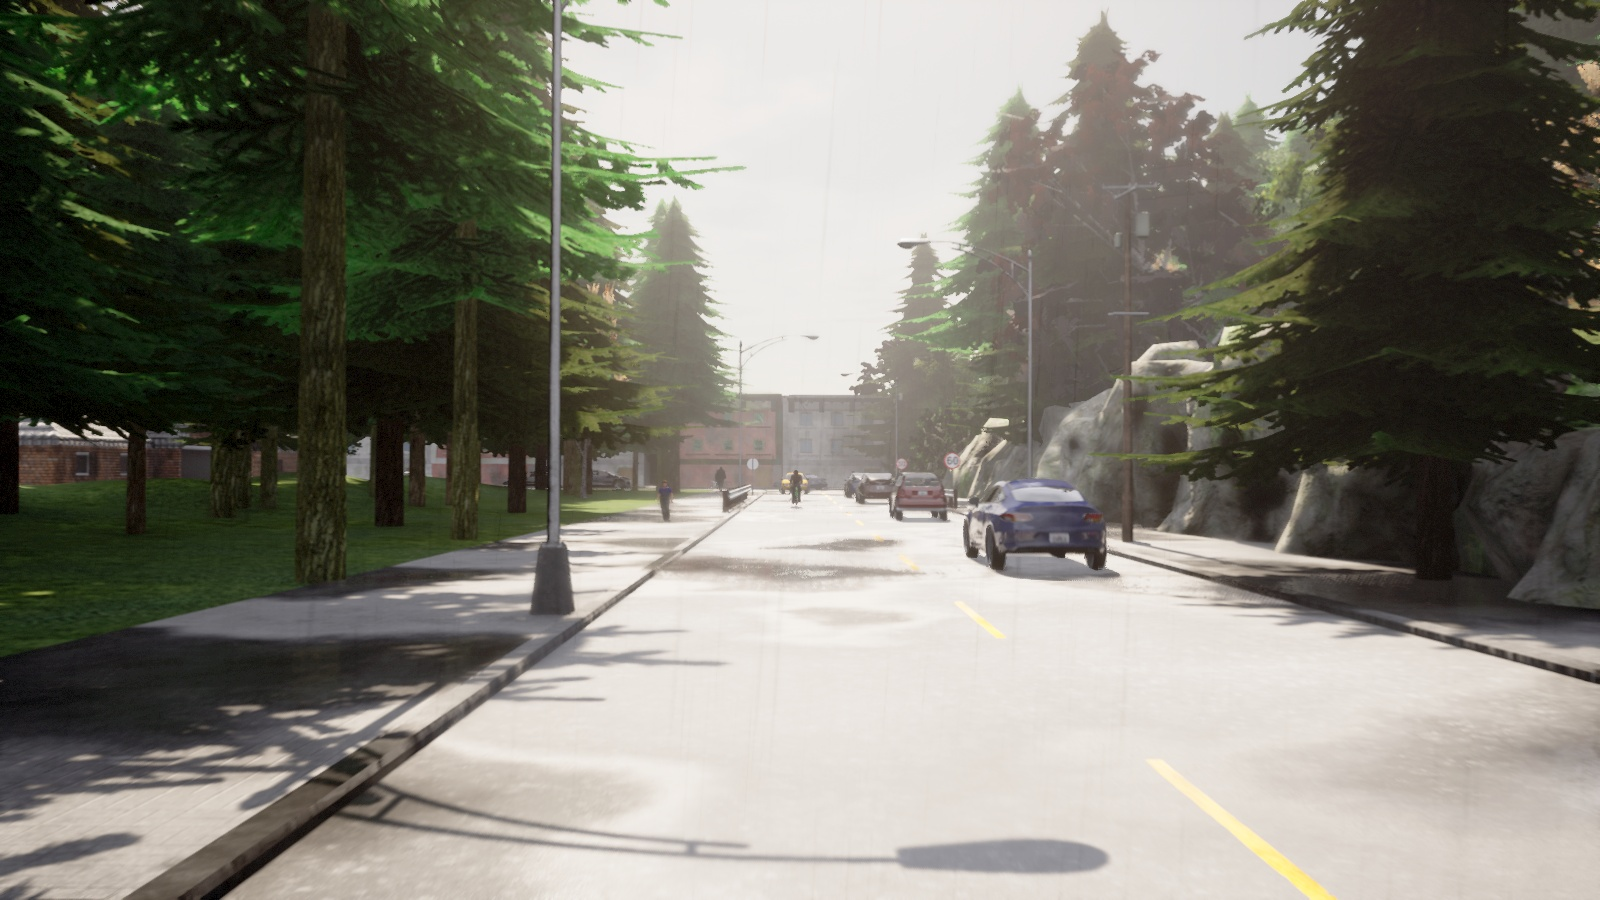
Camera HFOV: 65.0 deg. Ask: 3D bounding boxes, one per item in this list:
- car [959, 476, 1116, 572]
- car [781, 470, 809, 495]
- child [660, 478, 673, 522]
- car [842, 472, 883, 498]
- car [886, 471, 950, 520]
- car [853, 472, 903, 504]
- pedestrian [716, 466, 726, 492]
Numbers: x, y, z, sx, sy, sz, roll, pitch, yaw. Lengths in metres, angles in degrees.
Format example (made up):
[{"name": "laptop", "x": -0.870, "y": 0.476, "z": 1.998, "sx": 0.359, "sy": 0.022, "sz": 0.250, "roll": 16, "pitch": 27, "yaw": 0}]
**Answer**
[{"name": "car", "x": 3.949, "y": 1.187, "z": 21.673, "sx": 1.812, "sy": 1.442, "sz": 4.674, "roll": 0, "pitch": -1, "yaw": 0}, {"name": "car", "x": -0.335, "y": 2.184, "z": 85.339, "sx": 1.801, "sy": 1.575, "sz": 5.366, "roll": 0, "pitch": -1, "yaw": 0}, {"name": "child", "x": -3.806, "y": 1.419, "z": 35.816, "sx": 0.270, "sy": 1.263, "sz": 0.437, "roll": 0, "pitch": -1, "yaw": 6}, {"name": "car", "x": 3.711, "y": 2.059, "z": 75.226, "sx": 2.163, "sy": 1.488, "sz": 4.792, "roll": 0, "pitch": -1, "yaw": 0}, {"name": "car", "x": 3.901, "y": 1.480, "z": 42.004, "sx": 1.789, "sy": 1.549, "sz": 3.705, "roll": 0, "pitch": -1, "yaw": 0}, {"name": "car", "x": 3.800, "y": 1.836, "z": 61.932, "sx": 2.163, "sy": 1.488, "sz": 4.792, "roll": 0, "pitch": -1, "yaw": 0}, {"name": "pedestrian", "x": -5.465, "y": 2.004, "z": 87.065, "sx": 0.634, "sy": 1.844, "sz": 0.899, "roll": 0, "pitch": -1, "yaw": -1}]
